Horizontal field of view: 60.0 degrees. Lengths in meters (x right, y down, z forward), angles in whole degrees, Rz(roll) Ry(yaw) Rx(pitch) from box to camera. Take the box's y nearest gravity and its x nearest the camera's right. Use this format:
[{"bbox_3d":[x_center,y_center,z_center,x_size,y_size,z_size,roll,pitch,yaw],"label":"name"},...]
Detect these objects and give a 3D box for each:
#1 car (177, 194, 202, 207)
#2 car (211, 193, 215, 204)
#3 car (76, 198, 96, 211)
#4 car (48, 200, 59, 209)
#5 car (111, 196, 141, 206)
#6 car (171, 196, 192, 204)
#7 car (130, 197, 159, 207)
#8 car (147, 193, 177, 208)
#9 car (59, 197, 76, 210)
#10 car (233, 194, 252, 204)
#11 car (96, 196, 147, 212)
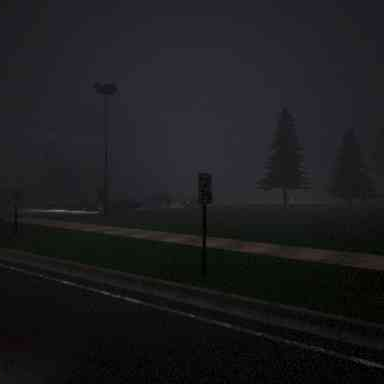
[{"bbox_3d":[0.096,1.503,51.393,1.837,1.490,4.892,0,0,35],"label":"car"},{"bbox_3d":[2.029,1.221,60.208,2.150,2.045,5.566,0,0,37],"label":"car"},{"bbox_3d":[-11.206,1.546,41.342,2.033,1.411,5.357,0,0,35],"label":"car"},{"bbox_3d":[-17.016,1.476,45.246,1.882,1.535,5.008,0,0,35],"label":"car"},{"bbox_3d":[-10.743,1.503,54.217,1.837,1.490,4.892,0,0,35],"label":"car"},{"bbox_3d":[-2.032,1.563,66.573,1.994,1.385,4.181,0,0,35],"label":"car"},{"bbox_3d":[-7.470,1.524,52.776,1.812,1.442,4.674,0,0,35],"label":"car"},{"bbox_3d":[-5.233,1.220,49.881,2.150,2.045,5.566,0,0,35],"label":"car"},{"bbox_3d":[-14.366,1.562,42.930,1.994,1.385,4.181,0,0,35],"label":"car"},{"bbox_3d":[9.948,1.273,65.329,2.097,1.767,4.553,0,0,35],"label":"car"},{"bbox_3d":[-8.267,1.546,39.437,2.033,1.411,5.357,0,0,35],"label":"car"}]
